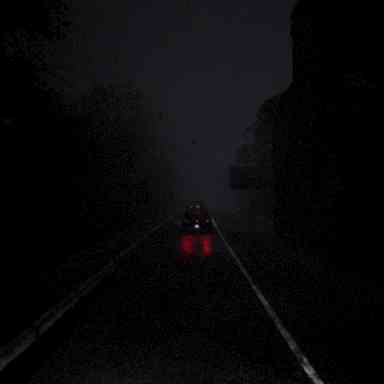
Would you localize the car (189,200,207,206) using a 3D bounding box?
[{"bbox_3d":[0.736,1.811,41.077,2.097,1.767,4.553,0,-1,1],"label":"car"}]

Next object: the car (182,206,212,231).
[{"bbox_3d":[0.343,1.855,22.759,1.895,1.301,4.718,0,-1,1],"label":"car"}]
